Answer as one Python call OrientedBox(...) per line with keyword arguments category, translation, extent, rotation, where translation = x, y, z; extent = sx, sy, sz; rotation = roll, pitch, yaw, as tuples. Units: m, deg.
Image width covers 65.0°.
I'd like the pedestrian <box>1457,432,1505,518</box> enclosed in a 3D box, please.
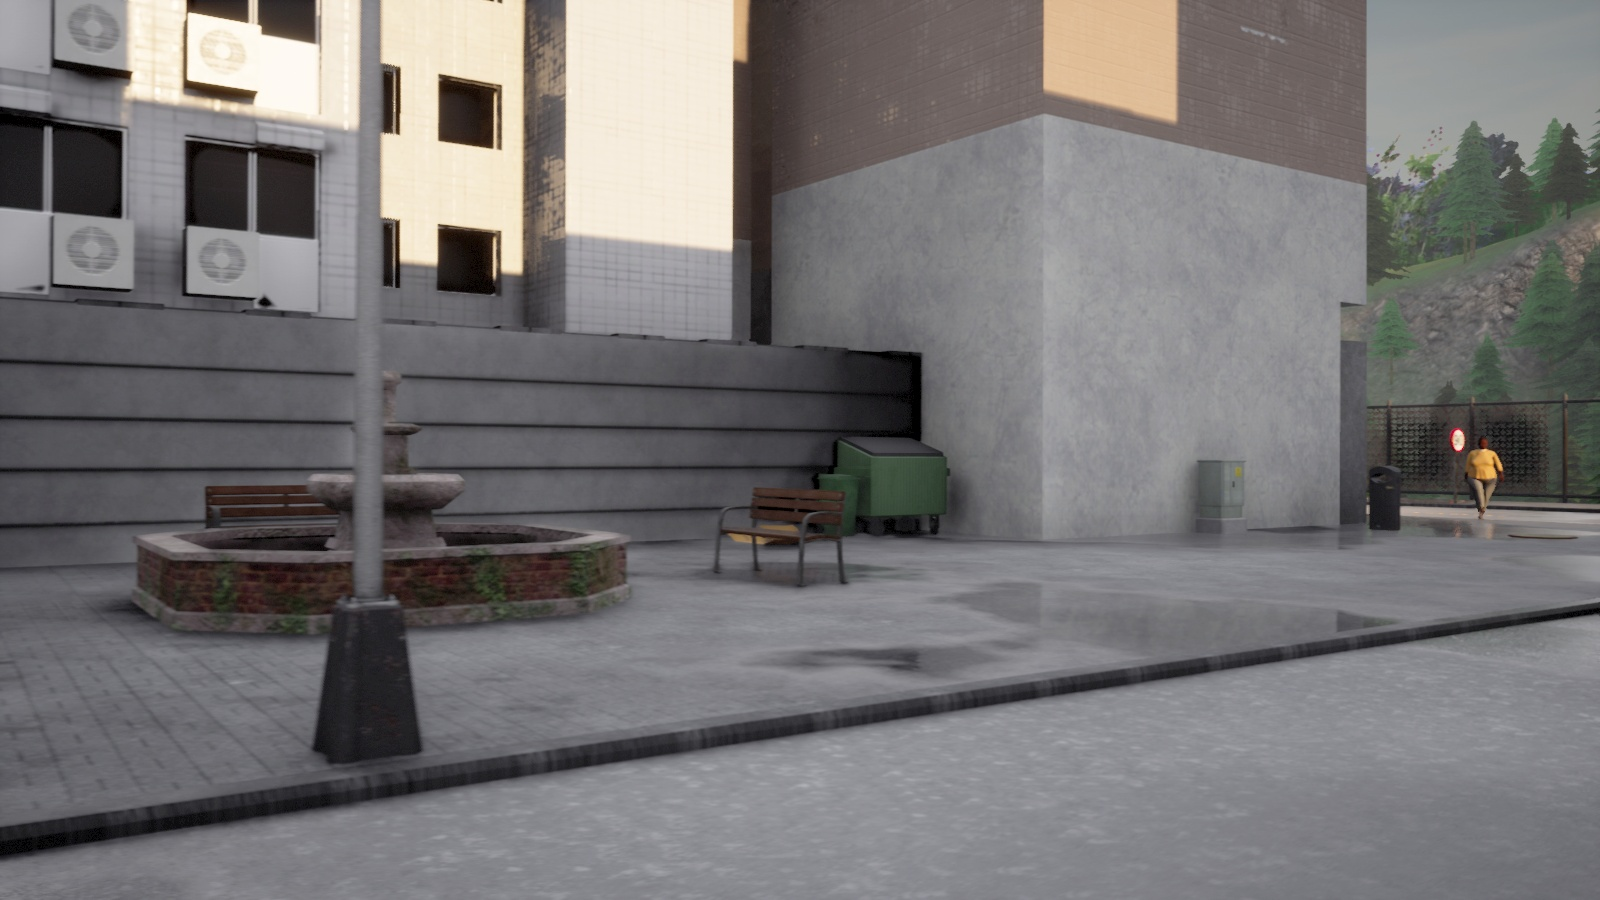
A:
OrientedBox(category="pedestrian", translation=(15.116, 0.543, 27.893), extent=(0.874, 1.855, 0.900), rotation=(0, 0, 24))
